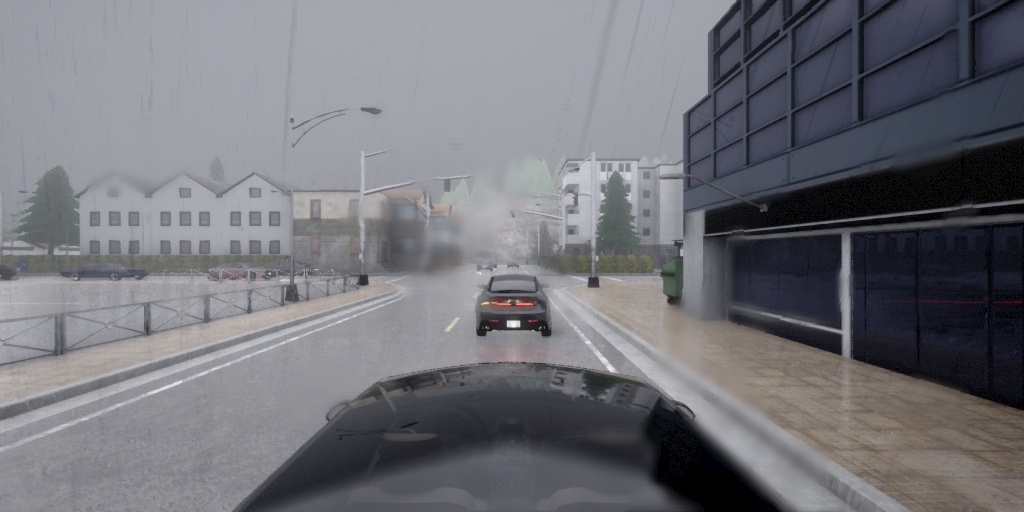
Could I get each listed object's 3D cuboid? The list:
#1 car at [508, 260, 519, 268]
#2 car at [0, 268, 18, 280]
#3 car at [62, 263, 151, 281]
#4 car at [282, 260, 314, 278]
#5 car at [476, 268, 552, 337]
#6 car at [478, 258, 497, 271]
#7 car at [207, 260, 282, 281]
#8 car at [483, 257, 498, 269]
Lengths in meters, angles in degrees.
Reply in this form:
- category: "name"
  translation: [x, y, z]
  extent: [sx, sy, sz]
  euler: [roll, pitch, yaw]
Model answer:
- category: "car"
  translation: [0.181, 1.351, 60.994]
  extent: [1.895, 1.301, 4.718]
  euler: [0, 0, -1]
- category: "car"
  translation: [-40.133, 1.174, 26.626]
  extent: [4.718, 1.301, 1.895]
  euler: [0, 0, 1]
- category: "car"
  translation: [-29.911, 1.174, 26.546]
  extent: [4.718, 1.301, 1.895]
  euler: [0, 0, 0]
- category: "car"
  translation: [-19.381, 1.078, 30.197]
  extent: [4.892, 1.490, 1.837]
  euler: [0, 0, 0]
- category: "car"
  translation: [0.067, 1.255, 10.344]
  extent: [1.837, 1.490, 4.892]
  euler: [0, 0, 1]
- category: "car"
  translation: [-3.520, 1.241, 48.303]
  extent: [2.128, 1.511, 4.902]
  euler: [0, 0, 0]
- category: "car"
  translation: [-19.891, 1.138, 26.500]
  extent: [4.181, 1.385, 1.994]
  euler: [0, 0, 0]
- category: "car"
  translation: [-3.497, 1.102, 58.336]
  extent: [2.097, 1.767, 4.553]
  euler: [0, 0, 0]
